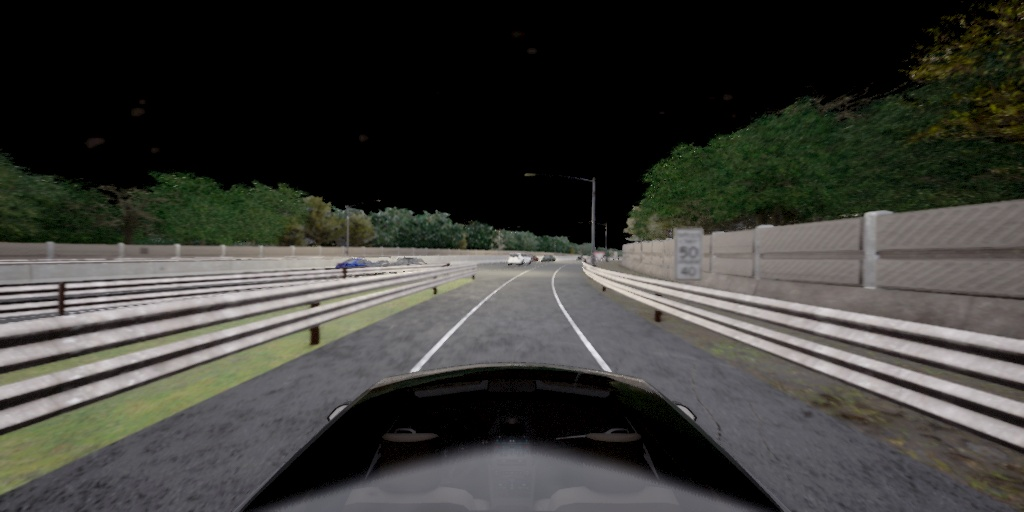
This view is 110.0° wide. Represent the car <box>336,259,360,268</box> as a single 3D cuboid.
[{"bbox_3d":[-15.475,1.000,36.660,1.882,1.535,5.008,1,1,24],"label":"car"}]

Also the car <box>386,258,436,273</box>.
[{"bbox_3d":[-9.117,0.947,33.727,2.097,1.767,4.553,1,1,24],"label":"car"}]

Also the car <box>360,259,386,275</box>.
[{"bbox_3d":[-12.293,1.123,35.207,1.994,1.385,4.181,1,1,24],"label":"car"}]

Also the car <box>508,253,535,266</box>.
[{"bbox_3d":[1.307,0.526,56.750,2.150,2.045,5.566,0,1,24],"label":"car"}]
